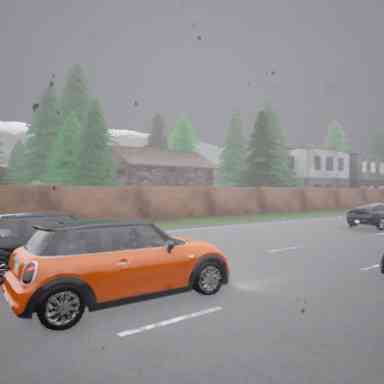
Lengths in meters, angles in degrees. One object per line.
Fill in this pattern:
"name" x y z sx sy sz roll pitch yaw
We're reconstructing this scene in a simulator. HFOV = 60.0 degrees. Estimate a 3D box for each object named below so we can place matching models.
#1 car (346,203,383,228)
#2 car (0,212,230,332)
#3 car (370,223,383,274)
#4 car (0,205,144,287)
"car" 11.462 1.432 20.516 4.892 1.490 1.837 0 0 -35
"car" -1.351 1.342 7.081 4.553 1.767 2.097 0 0 -35
"car" 6.669 1.528 8.501 4.181 1.385 1.994 0 0 -36
"car" -3.898 1.344 9.563 4.553 1.767 2.097 0 0 -35
